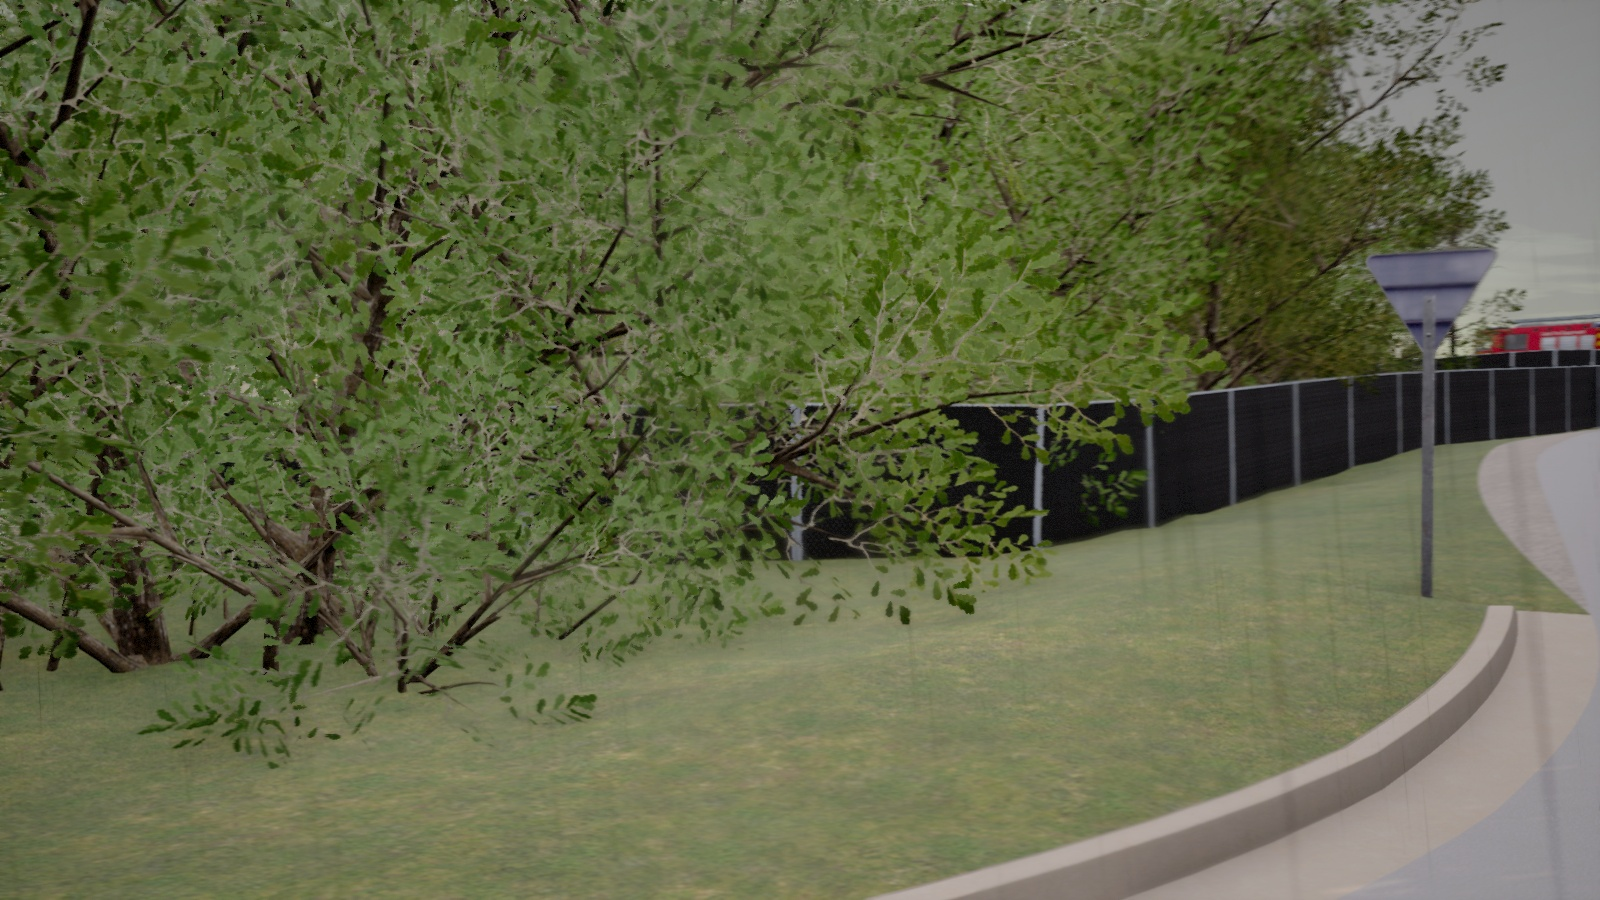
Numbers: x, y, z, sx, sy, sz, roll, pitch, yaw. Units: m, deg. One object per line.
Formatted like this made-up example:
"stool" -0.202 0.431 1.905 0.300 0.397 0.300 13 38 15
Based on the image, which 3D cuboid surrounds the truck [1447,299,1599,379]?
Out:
"truck" 39.277 -5.836 67.677 2.891 3.827 8.468 0 2 -15
